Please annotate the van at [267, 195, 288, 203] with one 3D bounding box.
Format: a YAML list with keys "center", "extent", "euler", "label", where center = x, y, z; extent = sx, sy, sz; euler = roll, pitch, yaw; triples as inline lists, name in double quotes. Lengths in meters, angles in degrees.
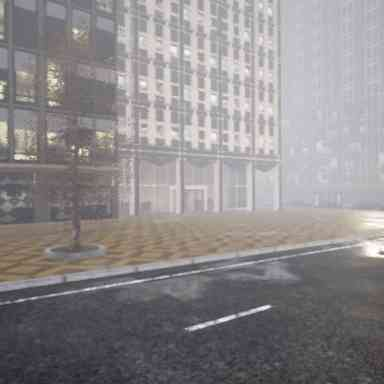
- center: [18.025, 1.467, 68.516]
  extent: [1.690, 1.788, 3.998]
  euler: [0, 0, -35]
  label: "van"

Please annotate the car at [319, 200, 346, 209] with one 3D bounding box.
- center: [20.766, 1.878, 49.670]
  extent: [1.802, 1.307, 4.206]
  euler: [0, 0, -35]
  label: "car"

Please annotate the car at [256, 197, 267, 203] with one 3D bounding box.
- center: [14.784, 1.670, 73.187]
  extent: [1.802, 1.307, 4.206]
  euler: [0, 0, -35]
  label: "car"

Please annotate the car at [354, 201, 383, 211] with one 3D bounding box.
- center: [23.993, 1.898, 44.988]
  extent: [1.947, 1.339, 4.313]
  euler: [0, 0, -35]
  label: "car"

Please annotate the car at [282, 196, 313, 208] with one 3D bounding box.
- center: [17.574, 1.824, 54.372]
  extent: [1.947, 1.339, 4.313]
  euler: [0, 0, -35]
  label: "car"
